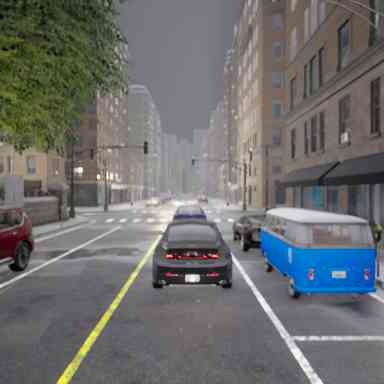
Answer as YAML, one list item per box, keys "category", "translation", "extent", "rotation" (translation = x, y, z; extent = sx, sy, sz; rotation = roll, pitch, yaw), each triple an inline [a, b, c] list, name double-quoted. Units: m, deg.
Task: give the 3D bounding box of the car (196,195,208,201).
- category: "car"
  translation: [2.340, 1.461, 68.248]
  extent: [1.967, 1.590, 4.097]
  rotation: [0, 0, 0]

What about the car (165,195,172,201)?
- category: "car"
  translation: [-6.349, 1.570, 89.780]
  extent: [1.752, 1.417, 4.829]
  rotation: [0, 0, 0]

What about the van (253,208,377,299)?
- category: "van"
  translation: [2.797, 1.346, 8.213]
  extent: [1.690, 1.788, 3.998]
  rotation: [0, 0, 0]

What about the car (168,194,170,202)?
- category: "car"
  translation: [-6.184, 1.566, 68.147]
  extent: [1.887, 1.381, 4.507]
  rotation: [0, 0, 0]

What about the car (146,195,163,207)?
- category: "car"
  translation: [-6.058, 1.537, 51.625]
  extent: [1.752, 1.417, 4.829]
  rotation: [0, 0, 0]

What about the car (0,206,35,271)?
- category: "car"
  translation: [-5.727, 1.320, 8.108]
  extent: [2.192, 1.841, 5.009]
  rotation: [0, 0, 0]

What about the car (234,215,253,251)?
- category: "car"
  translation: [2.754, 1.573, 13.873]
  extent: [1.947, 1.339, 4.313]
  rotation: [0, 0, 0]

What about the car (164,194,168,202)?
- category: "car"
  translation: [-6.143, 1.562, 62.697]
  extent: [1.887, 1.381, 4.507]
  rotation: [0, 0, 0]

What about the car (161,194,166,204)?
- category: "car"
  translation: [-6.101, 1.565, 57.246]
  extent: [2.008, 1.369, 4.403]
  rotation: [0, 0, 0]

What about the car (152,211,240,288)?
- category: "car"
  translation: [0.000, 1.511, 9.205]
  extent: [1.837, 1.490, 4.892]
  rotation: [0, 0, 0]

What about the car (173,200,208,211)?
- category: "car"
  translation: [-0.112, 1.487, 19.451]
  extent: [1.882, 1.535, 5.008]
  rotation: [0, 0, 0]

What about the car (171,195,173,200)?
- category: "car"
  translation: [-6.267, 1.582, 79.048]
  extent: [2.008, 1.369, 4.403]
  rotation: [0, 0, 0]

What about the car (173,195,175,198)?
- category: "car"
  translation: [-6.309, 1.353, 84.499]
  extent: [2.192, 1.841, 5.009]
  rotation: [0, 0, 0]
